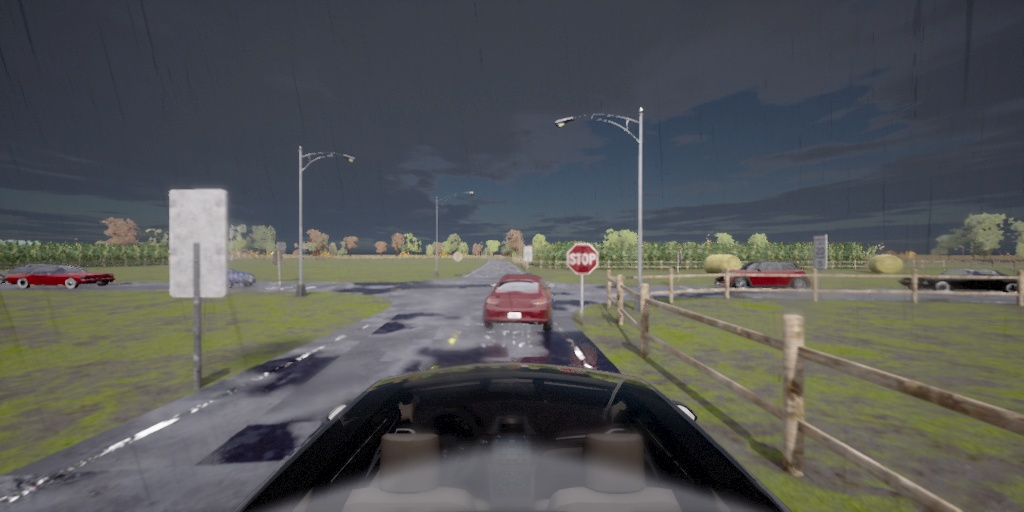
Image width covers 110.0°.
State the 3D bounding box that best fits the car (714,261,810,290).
[{"bbox_3d":[14.602,1.089,21.195,4.553,1.767,2.097,0,0,10],"label":"car"}]

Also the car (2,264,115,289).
[{"bbox_3d":[-27.846,1.326,22.280,4.718,1.301,1.895,0,0,1],"label":"car"}]

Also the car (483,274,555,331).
[{"bbox_3d":[0.312,1.269,10.957,1.812,1.442,4.674,0,0,6],"label":"car"}]

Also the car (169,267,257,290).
[{"bbox_3d":[-18.249,1.254,21.952,4.674,1.442,1.812,0,0,3],"label":"car"}]

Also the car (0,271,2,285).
[{"bbox_3d":[-33.330,1.249,25.295,5.357,1.411,2.033,0,0,0],"label":"car"}]

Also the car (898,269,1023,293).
[{"bbox_3d":[24.286,1.351,19.343,4.718,1.301,1.895,0,0,12],"label":"car"}]
